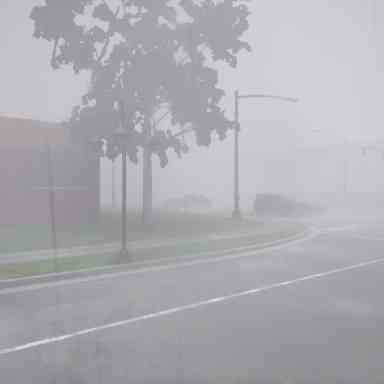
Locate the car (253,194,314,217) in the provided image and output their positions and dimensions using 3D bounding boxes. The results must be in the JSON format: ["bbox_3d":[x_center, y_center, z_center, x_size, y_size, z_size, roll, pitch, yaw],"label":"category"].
[{"bbox_3d":[8.291,1.221,31.669,2.150,2.045,5.566,0,0,-34],"label":"car"}]

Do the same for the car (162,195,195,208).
[{"bbox_3d":[-2.317,1.555,47.600,2.033,1.411,5.357,0,0,-34],"label":"car"}]

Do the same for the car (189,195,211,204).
[{"bbox_3d":[1.629,1.478,66.986,1.882,1.535,5.008,0,0,-34],"label":"car"}]

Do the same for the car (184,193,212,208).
[{"bbox_3d":[0.607,1.243,49.524,2.150,2.045,5.566,0,0,-34],"label":"car"}]

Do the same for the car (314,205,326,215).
[{"bbox_3d":[11.088,1.601,33.784,1.895,1.301,4.718,0,0,-34],"label":"car"}]

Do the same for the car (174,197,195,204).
[{"bbox_3d":[-1.555,1.601,65.449,1.895,1.301,4.718,0,0,-34],"label":"car"}]
